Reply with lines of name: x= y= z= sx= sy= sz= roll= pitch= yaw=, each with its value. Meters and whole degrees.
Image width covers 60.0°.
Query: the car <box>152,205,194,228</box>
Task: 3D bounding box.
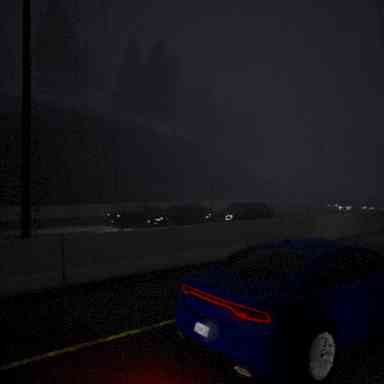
car: x=-0.729 y=1.531 z=21.343 sx=4.892 sy=1.490 sz=1.837 roll=0 pitch=0 yaw=-40

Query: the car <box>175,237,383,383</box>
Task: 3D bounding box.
car: x=2.090 y=1.483 z=5.455 sx=5.008 sy=1.535 sz=1.882 roll=0 pitch=0 yaw=-37

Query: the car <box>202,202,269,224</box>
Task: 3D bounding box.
car: x=2.895 y=1.373 z=19.832 sx=4.553 sy=1.767 sz=2.097 roll=0 pitch=0 yaw=-41

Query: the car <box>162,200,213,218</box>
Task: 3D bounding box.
car: x=-0.349 y=1.563 z=30.920 sx=4.674 sy=1.442 sz=1.812 roll=0 pitch=0 yaw=-42
